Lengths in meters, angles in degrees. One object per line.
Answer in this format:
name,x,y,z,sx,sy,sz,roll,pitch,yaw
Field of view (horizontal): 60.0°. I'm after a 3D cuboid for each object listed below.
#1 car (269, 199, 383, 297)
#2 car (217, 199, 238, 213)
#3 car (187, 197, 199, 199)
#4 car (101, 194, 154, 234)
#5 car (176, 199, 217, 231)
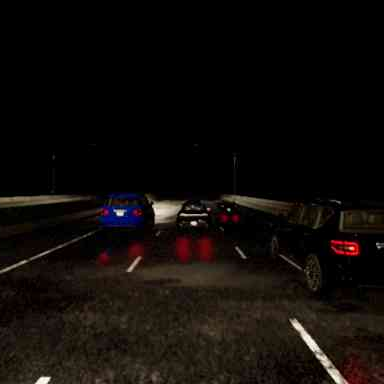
car,3.598,1.176,8.573,2.150,2.045,5.566,0,0,0
car,3.590,1.418,34.663,1.895,1.301,4.718,0,0,0
car,0.089,1.305,37.765,1.837,1.490,4.892,0,0,0
car,-3.406,1.124,18.440,2.150,2.045,5.566,0,0,0
car,0.094,1.388,19.573,2.128,1.511,4.902,0,0,0
